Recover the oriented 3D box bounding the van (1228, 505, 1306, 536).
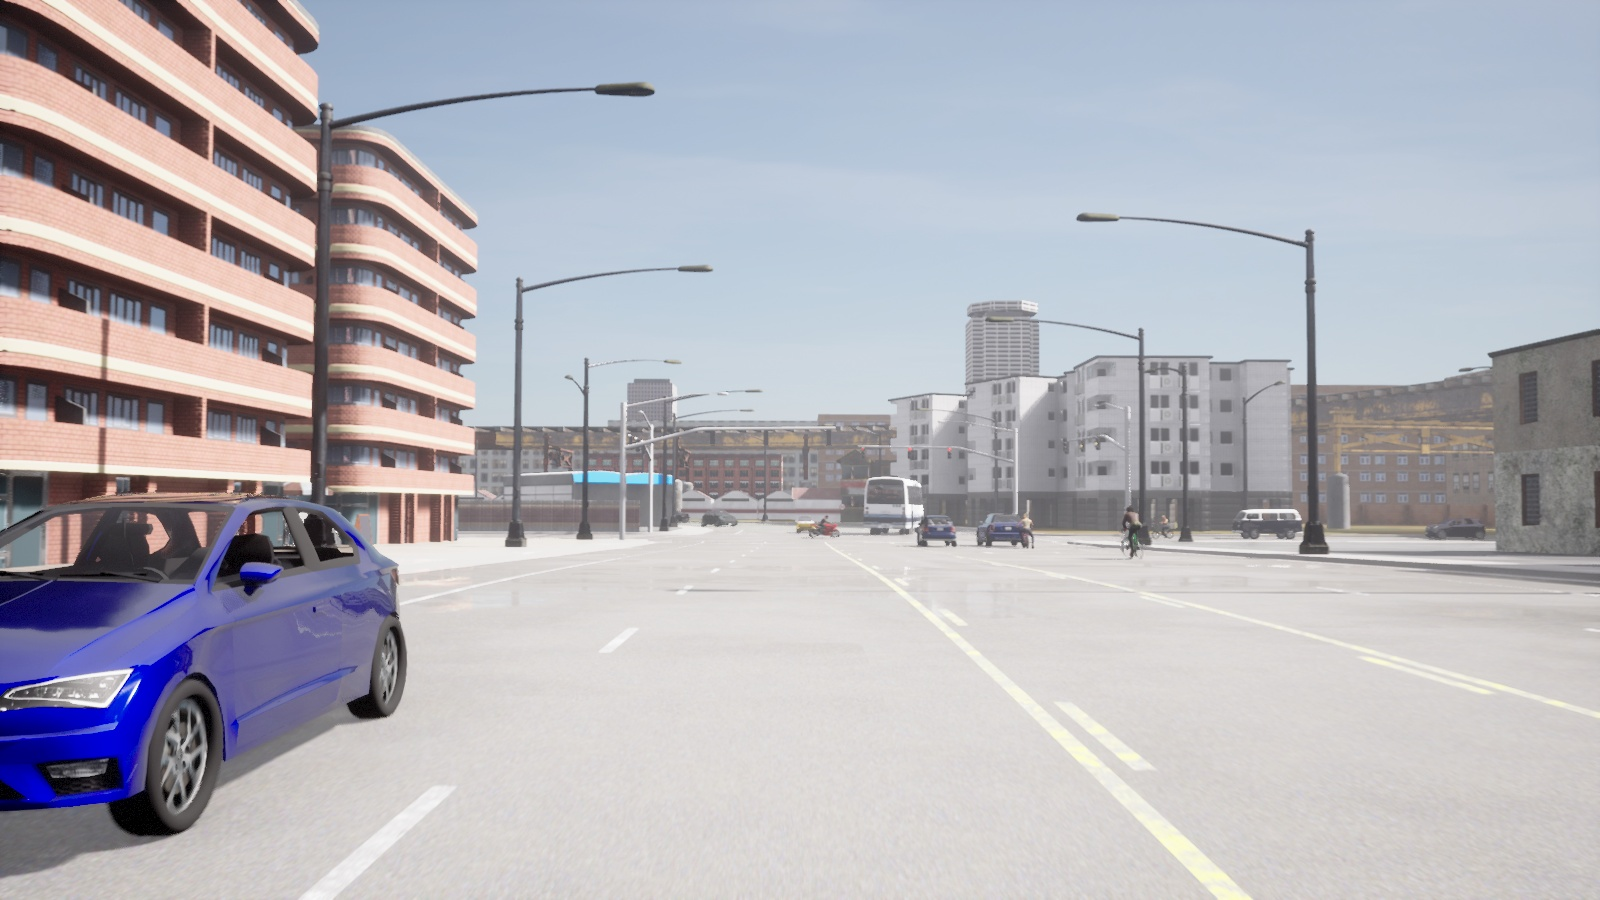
[{"bbox_3d":[31.785,4.800,85.501,4.480,2.038,2.069,0,-3,-1],"label":"van"}]

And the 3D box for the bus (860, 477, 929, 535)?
[{"bbox_3d":[7.401,4.299,96.865,3.944,4.253,10.273,0,-3,12],"label":"bus"}]

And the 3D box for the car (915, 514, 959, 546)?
[{"bbox_3d":[6.858,4.026,63.242,1.789,1.549,3.705,0,-3,0],"label":"car"}]

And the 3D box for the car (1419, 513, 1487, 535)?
[{"bbox_3d":[44.554,5.046,85.683,3.633,1.501,1.845,0,-3,3],"label":"car"}]

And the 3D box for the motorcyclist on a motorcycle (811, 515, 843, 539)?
[{"bbox_3d":[1.725,4.964,81.323,2.044,1.523,0.797,0,-3,-1],"label":"motorcyclist on a motorcycle"}]

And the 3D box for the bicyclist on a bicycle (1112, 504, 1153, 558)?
[{"bbox_3d":[10.347,2.520,39.106,0.582,1.620,1.656,-2,-4,-6],"label":"bicyclist on a bicycle"}]

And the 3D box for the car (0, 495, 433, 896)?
[{"bbox_3d":[-3.516,0.999,6.831,1.816,1.474,4.193,0,-2,0],"label":"car"}]

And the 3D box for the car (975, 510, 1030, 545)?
[{"bbox_3d":[10.355,3.966,64.497,2.097,1.767,4.553,0,-3,0],"label":"car"}]
